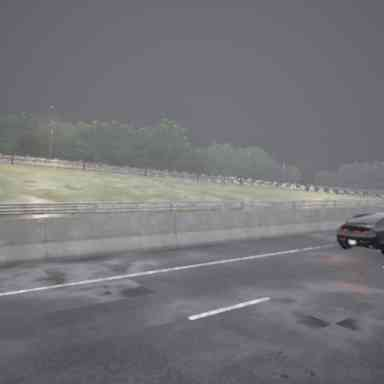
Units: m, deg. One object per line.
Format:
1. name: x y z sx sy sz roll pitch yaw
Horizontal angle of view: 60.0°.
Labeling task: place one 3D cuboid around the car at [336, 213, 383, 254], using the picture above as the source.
1. car: 7.972 1.630 13.849 4.892 1.490 1.837 0 0 -35
